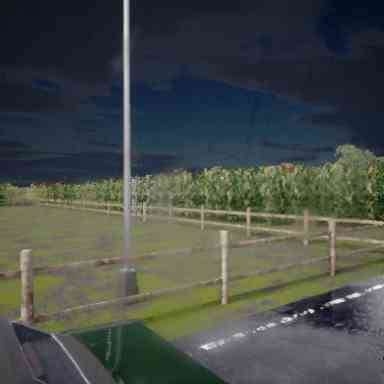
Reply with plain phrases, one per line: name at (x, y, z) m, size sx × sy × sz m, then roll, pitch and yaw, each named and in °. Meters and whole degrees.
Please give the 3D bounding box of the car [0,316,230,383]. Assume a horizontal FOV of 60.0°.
car at (-1.965, 1.604, 1.668) m, size 4.718 × 1.301 × 1.895 m, roll 0°, pitch 0°, yaw -36°
